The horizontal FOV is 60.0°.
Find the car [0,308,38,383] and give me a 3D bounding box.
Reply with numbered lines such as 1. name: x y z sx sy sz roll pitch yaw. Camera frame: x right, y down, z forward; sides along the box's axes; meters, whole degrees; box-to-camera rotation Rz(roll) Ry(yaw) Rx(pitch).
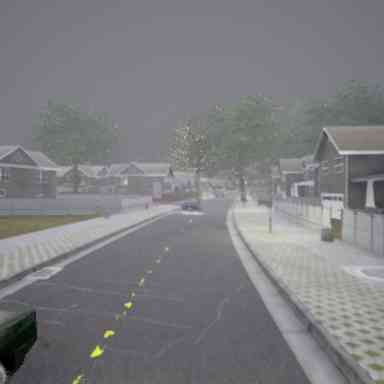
1. car: -2.800 1.599 1.760 1.895 1.301 4.718 0 0 1

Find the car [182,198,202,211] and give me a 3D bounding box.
1. car: 0.106 1.404 38.714 2.033 1.411 5.357 0 1 9

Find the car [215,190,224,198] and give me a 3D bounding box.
1. car: 7.391 0.504 88.505 2.150 2.045 5.566 0 1 8
